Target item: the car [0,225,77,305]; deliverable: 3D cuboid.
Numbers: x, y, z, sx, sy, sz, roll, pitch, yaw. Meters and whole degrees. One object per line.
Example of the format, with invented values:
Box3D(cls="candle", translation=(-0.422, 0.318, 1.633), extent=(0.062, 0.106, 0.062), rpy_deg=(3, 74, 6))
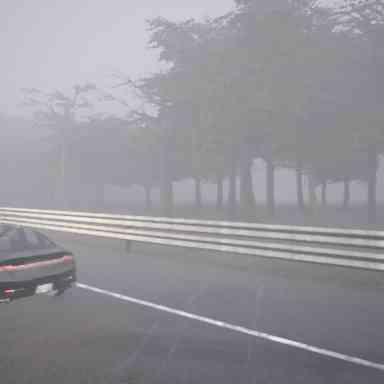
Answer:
Box3D(cls="car", translation=(-4.539, 1.489, 7.345), extent=(4.902, 1.511, 2.128), rpy_deg=(0, 0, 37))
